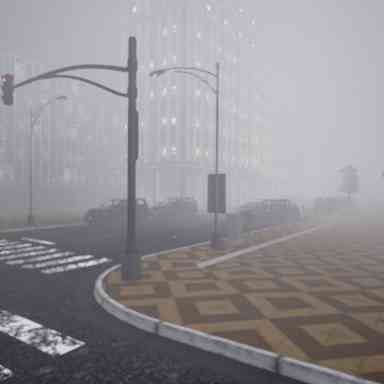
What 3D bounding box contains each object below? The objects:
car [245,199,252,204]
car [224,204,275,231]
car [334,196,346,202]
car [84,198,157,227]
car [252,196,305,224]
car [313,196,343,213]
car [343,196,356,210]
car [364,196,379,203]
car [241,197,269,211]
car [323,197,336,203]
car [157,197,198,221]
[{"bbox_3d":[6.050,1.616,29.918,2.128,1.511,4.902,1,0,35],"label":"car"},{"bbox_3d":[3.590,1.721,21.797,1.802,1.307,4.206,1,0,35],"label":"car"},{"bbox_3d":[36.607,1.668,82.172,1.752,1.417,4.829,1,0,35],"label":"car"},{"bbox_3d":[-5.130,1.372,23.569,2.192,1.841,5.009,1,0,35],"label":"car"},{"bbox_3d":[7.086,1.462,26.720,2.192,1.841,5.009,1,0,35],"label":"car"},{"bbox_3d":[15.674,1.480,38.958,2.192,1.841,5.009,1,0,35],"label":"car"},{"bbox_3d":[20.663,1.490,46.080,2.192,1.841,5.009,1,0,35],"label":"car"},{"bbox_3d":[39.922,1.652,73.226,1.967,1.590,4.097,1,0,35],"label":"car"},{"bbox_3d":[8.058,1.528,42.045,1.967,1.590,4.097,1,0,35],"label":"car"},{"bbox_3d":[30.285,1.714,73.262,1.802,1.307,4.206,1,0,35],"label":"car"},{"bbox_3d":[-1.466,1.381,28.733,2.192,1.841,5.009,1,0,35],"label":"car"}]
